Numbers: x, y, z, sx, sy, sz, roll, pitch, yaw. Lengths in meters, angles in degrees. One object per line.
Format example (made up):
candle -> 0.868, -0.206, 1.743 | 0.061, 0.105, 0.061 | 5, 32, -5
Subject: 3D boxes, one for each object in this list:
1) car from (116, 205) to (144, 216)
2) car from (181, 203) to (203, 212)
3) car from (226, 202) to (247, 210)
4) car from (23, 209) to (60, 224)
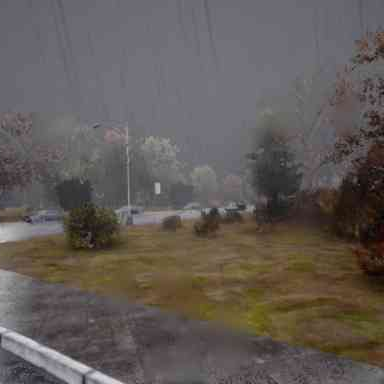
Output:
car -> -8.462, 2.474, 44.392 | 2.128, 1.511, 4.902 | -3, -2, 32
car -> 0.032, 2.618, 57.675 | 2.128, 1.511, 4.902 | -3, -2, 32
car -> 6.445, 2.166, 47.991 | 1.994, 1.385, 4.181 | -3, -2, 32
car -> -15.017, 2.500, 34.115 | 1.994, 1.385, 4.181 | -3, -2, 33
